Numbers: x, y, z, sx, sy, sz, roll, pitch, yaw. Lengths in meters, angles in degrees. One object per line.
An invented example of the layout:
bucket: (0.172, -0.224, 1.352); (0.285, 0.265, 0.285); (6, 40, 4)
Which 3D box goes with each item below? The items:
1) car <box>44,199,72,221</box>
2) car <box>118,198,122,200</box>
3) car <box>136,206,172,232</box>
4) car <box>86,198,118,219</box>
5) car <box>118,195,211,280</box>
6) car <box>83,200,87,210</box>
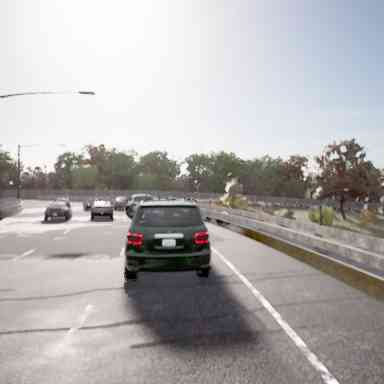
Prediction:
car: (-11.158, 1.567, 27.890); (1.812, 1.442, 4.674); (0, 0, -15)
car: (-9.649, 1.551, 44.224); (2.128, 1.511, 4.902); (0, 0, -23)
car: (-2.566, 1.628, 21.610); (1.895, 1.301, 4.718); (0, 0, -11)
car: (-8.056, 1.533, 29.697); (2.128, 1.511, 4.902); (0, 0, -16)
car: (-0.779, 1.235, 10.181); (2.150, 2.045, 5.566); (0, 0, -6)
car: (-13.075, 1.661, 43.342); (1.895, 1.301, 4.718); (0, 0, -23)
